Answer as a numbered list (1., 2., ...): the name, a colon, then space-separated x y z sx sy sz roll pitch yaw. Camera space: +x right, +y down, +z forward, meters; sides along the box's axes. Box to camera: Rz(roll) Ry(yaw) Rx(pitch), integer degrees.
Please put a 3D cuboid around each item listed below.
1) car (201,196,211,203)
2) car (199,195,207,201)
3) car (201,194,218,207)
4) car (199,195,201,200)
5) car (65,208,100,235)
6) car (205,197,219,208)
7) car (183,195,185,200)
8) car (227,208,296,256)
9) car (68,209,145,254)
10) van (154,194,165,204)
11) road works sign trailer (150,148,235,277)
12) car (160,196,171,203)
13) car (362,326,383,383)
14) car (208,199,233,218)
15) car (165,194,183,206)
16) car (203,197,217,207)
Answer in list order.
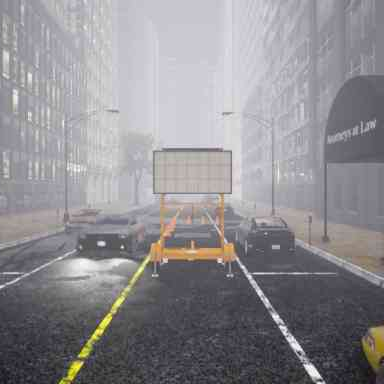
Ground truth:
1. car: 2.836 1.508 69.917 1.887 1.381 4.507 0 0 0
2. car: 2.874 1.466 87.183 1.752 1.417 4.829 0 0 0
3. car: 2.785 1.299 47.124 2.192 1.841 5.009 0 0 0
4. car: 2.810 1.289 58.521 2.192 1.841 5.009 0 0 0
5. car: -5.656 1.579 18.658 1.802 1.307 4.206 0 0 0
6. car: 2.762 1.535 35.728 1.887 1.381 4.507 0 0 0
7. car: -2.810 1.445 88.225 1.837 1.490 4.892 0 0 0
8. car: 2.712 1.549 12.935 2.008 1.369 4.403 0 0 0
9. car: -3.073 1.562 13.285 1.994 1.385 4.181 0 0 0
10. van: -5.571 1.315 58.544 1.690 1.788 3.998 0 0 0
11. road works sign trailer: 0.019 0.463 10.228 2.380 3.560 2.880 0 0 0
12. car: -5.544 1.514 69.938 2.008 1.369 4.403 0 0 0
13. car: 2.687 1.525 1.711 1.752 1.417 4.829 0 0 0
14. car: 2.749 1.559 30.030 1.947 1.339 4.313 0 0 0
15. car: -2.972 1.541 55.026 1.994 1.385 4.181 0 0 0
16. car: 2.799 1.523 52.822 1.887 1.381 4.507 0 0 0
